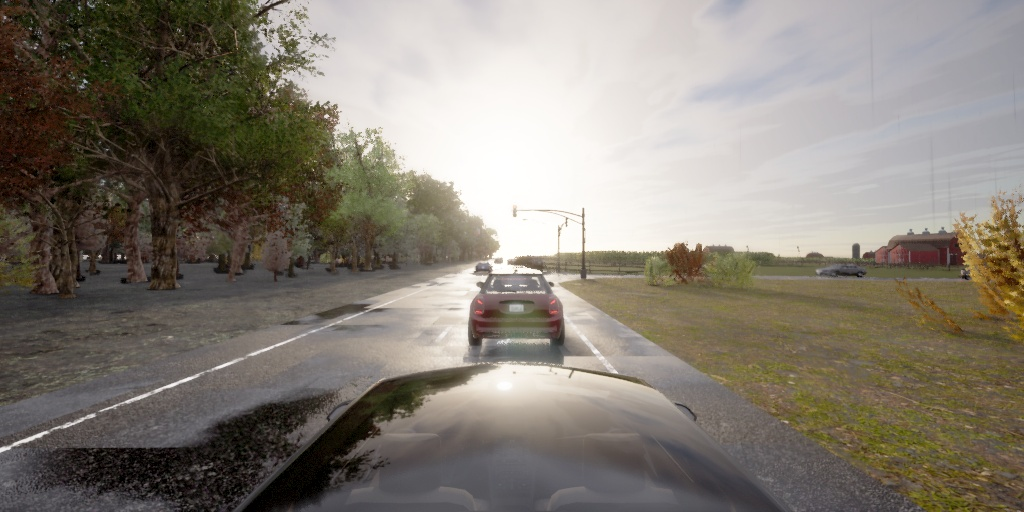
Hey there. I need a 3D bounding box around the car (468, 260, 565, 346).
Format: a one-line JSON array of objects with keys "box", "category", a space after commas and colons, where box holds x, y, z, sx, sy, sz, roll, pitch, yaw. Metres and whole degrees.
[{"box": [0.095, 1.104, 9.581, 2.097, 1.767, 4.553, 0, 0, 0], "category": "car"}]

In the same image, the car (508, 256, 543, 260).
[{"box": [1.945, 0.987, 46.898, 2.150, 2.045, 5.566, -1, 1, -35], "category": "car"}]

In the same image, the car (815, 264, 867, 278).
[{"box": [37.359, 1.705, 40.765, 4.902, 1.511, 2.128, 0, -1, 0], "category": "car"}]

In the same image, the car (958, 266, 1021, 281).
[{"box": [49.622, 1.781, 37.121, 4.902, 1.511, 2.128, 1, -1, 0], "category": "car"}]

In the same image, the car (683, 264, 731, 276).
[{"box": [22.462, 1.600, 40.832, 5.357, 1.411, 2.033, 1, -1, 0], "category": "car"}]
